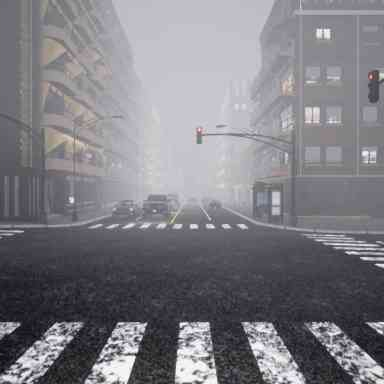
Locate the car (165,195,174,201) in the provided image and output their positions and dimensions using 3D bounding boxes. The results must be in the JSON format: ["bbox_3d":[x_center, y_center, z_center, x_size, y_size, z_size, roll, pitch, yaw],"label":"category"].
[{"bbox_3d":[-5.757,1.546,85.528,2.008,1.369,4.403,0,0,0],"label":"car"}]

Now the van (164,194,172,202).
[{"bbox_3d":[-5.753,1.337,79.889,1.690,1.788,3.998,0,0,0],"label":"van"}]

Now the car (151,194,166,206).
[{"bbox_3d":[-5.737,1.312,57.333,2.192,1.841,5.009,0,0,0],"label":"car"}]

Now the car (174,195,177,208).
[{"bbox_3d":[-3.128,1.502,40.456,1.837,1.490,4.892,0,0,0],"label":"car"}]

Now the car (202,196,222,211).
[{"bbox_3d":[2.657,1.548,40.419,2.008,1.369,4.403,0,0,0],"label":"car"}]

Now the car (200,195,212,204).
[{"bbox_3d":[2.640,1.437,62.974,1.967,1.590,4.097,0,0,0],"label":"car"}]

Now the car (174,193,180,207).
[{"bbox_3d":[-3.124,1.220,52.800,2.150,2.045,5.566,0,0,0],"label":"car"}]

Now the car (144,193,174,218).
[{"bbox_3d":[-3.123,1.219,30.342,2.150,2.045,5.566,0,0,0],"label":"car"}]

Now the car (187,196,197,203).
[{"bbox_3d":[0.046,1.561,69.642,1.994,1.385,4.181,0,0,0],"label":"car"}]

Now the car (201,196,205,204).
[{"bbox_3d":[2.653,1.542,46.057,1.887,1.381,4.507,0,0,0],"label":"car"}]

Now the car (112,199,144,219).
[{"bbox_3d":[-5.715,1.438,29.140,1.967,1.590,4.097,0,0,0],"label":"car"}]
